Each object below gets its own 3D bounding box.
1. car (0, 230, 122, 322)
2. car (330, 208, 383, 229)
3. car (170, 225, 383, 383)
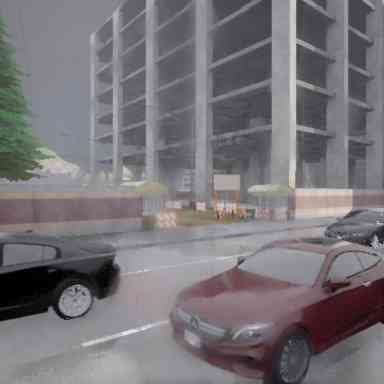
[{"bbox_3d":[-3.755,1.478,5.809,5.008,1.535,1.882,0,0,-34],"label":"car"},{"bbox_3d":[7.609,1.504,14.302,4.892,1.490,1.837,0,0,-38],"label":"car"},{"bbox_3d":[1.849,1.525,5.446,4.674,1.442,1.812,0,0,-38],"label":"car"}]
